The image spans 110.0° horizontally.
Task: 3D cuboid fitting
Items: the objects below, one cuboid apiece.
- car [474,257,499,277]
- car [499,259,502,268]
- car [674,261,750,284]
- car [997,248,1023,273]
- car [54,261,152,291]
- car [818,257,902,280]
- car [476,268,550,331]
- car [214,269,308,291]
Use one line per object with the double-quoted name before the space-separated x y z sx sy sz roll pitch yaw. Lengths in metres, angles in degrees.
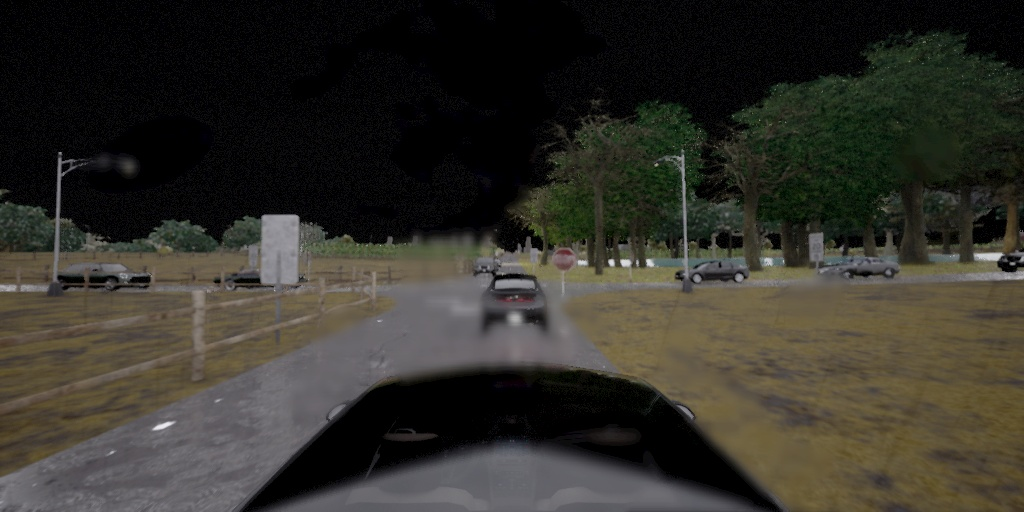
"car" -2.802 1.099 38.302 2.150 2.045 5.566 0 0 -1
"car" -2.809 1.351 49.611 2.128 1.511 4.902 0 0 0
"car" 14.045 1.141 25.285 4.892 1.490 1.837 -1 -1 0
"car" 38.091 0.097 25.353 5.566 2.045 2.150 -2 -1 0
"car" -25.111 1.194 22.237 4.553 1.767 2.097 0 -1 0
"car" 24.408 0.858 25.313 4.902 1.511 2.128 -2 -1 0
"car" 0.094 1.300 11.220 1.837 1.490 4.892 0 0 0
"car" -15.460 1.446 22.301 4.718 1.301 1.895 0 -1 -2
